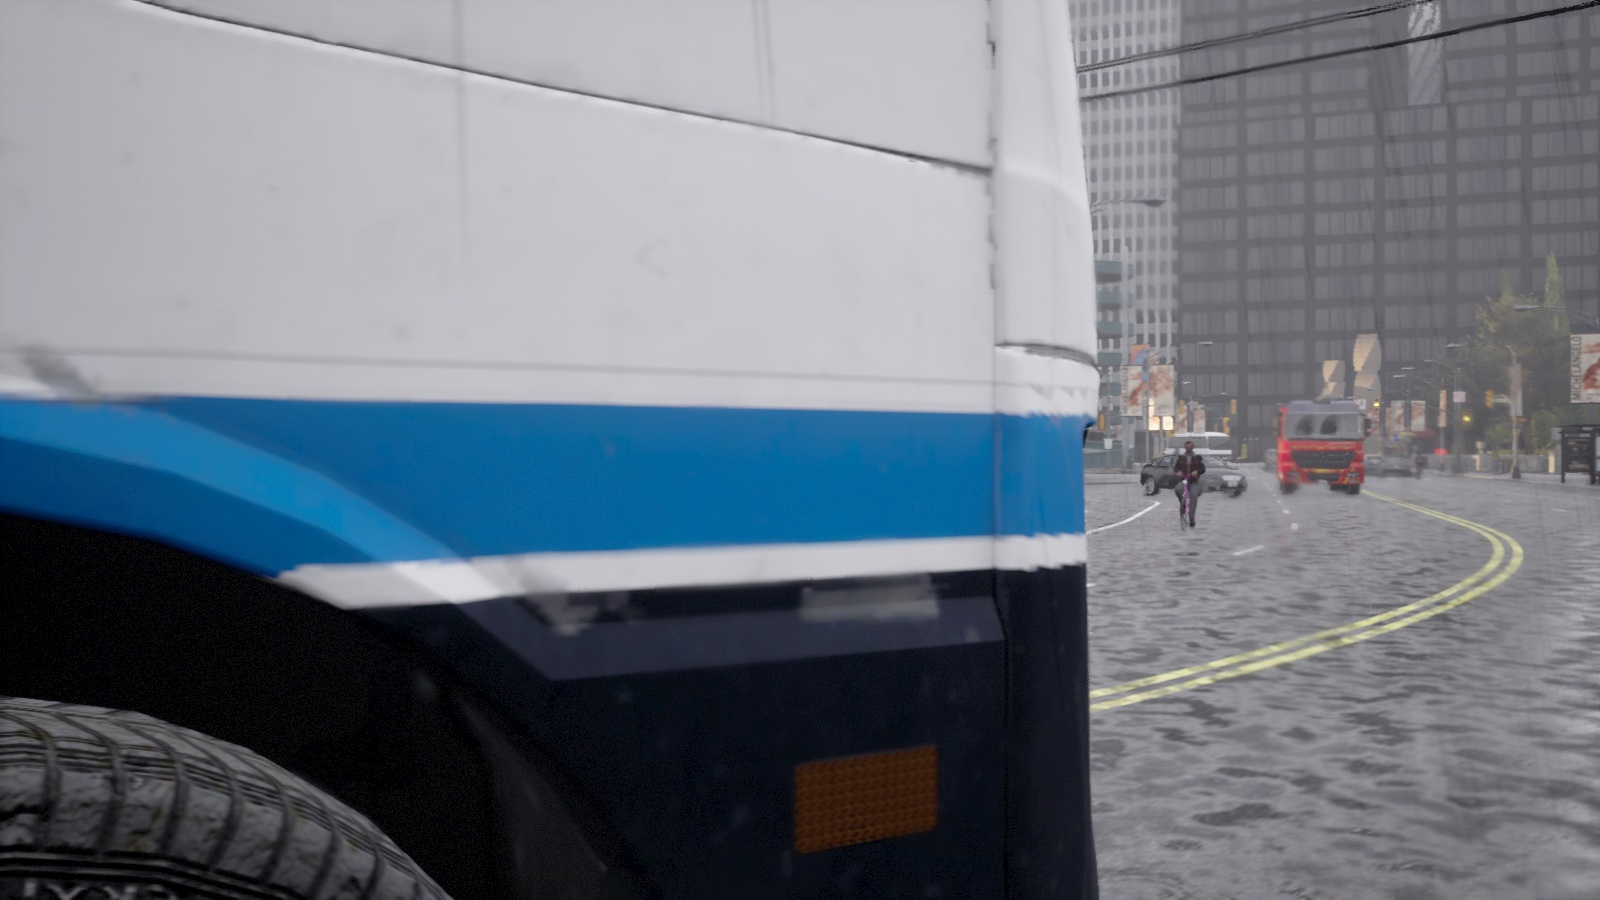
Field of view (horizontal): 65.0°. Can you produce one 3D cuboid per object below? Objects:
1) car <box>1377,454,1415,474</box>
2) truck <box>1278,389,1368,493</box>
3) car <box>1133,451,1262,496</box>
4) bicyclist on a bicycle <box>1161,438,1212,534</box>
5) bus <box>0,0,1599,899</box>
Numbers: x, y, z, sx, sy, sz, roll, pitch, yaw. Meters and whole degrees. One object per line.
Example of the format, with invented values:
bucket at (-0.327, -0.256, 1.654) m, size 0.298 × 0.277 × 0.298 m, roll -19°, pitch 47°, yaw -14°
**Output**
car at (41.563, 0.977, 87.609) m, size 1.994 × 1.385 × 4.181 m, roll 0°, pitch 0°, yaw 19°
truck at (20.976, -0.314, 50.733) m, size 2.891 × 3.827 × 8.468 m, roll 0°, pitch 0°, yaw 20°
car at (14.066, 0.806, 44.794) m, size 2.128 × 1.511 × 4.902 m, roll 0°, pitch 0°, yaw -14°
bicyclist on a bicycle at (7.478, 0.673, 24.253) m, size 0.659 × 1.776 × 1.843 m, roll -1°, pitch -1°, yaw 25°
bus at (-4.081, -0.618, 0.762) m, size 10.273 × 4.253 × 3.944 m, roll 0°, pitch 0°, yaw -30°
